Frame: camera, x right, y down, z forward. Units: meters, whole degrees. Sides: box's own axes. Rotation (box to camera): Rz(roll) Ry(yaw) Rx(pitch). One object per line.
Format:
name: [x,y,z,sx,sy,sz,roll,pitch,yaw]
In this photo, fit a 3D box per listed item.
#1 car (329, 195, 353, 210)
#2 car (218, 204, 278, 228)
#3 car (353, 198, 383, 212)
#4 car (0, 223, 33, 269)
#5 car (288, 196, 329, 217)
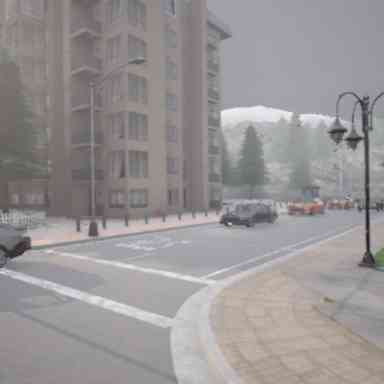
car: [17.494,1.140,39.237,2.097,1.767,4.553,-1,0,39]
car: [3.886,1.492,21.945,2.033,1.411,5.357,-1,0,38]
car: [18.947,1.316,35.153,2.033,1.411,5.357,-1,0,37]
car: [-7.418,1.570,9.801,4.902,1.511,2.128,-1,1,-29]
car: [10.410,1.222,30.248,2.097,1.767,4.553,-1,0,38]
